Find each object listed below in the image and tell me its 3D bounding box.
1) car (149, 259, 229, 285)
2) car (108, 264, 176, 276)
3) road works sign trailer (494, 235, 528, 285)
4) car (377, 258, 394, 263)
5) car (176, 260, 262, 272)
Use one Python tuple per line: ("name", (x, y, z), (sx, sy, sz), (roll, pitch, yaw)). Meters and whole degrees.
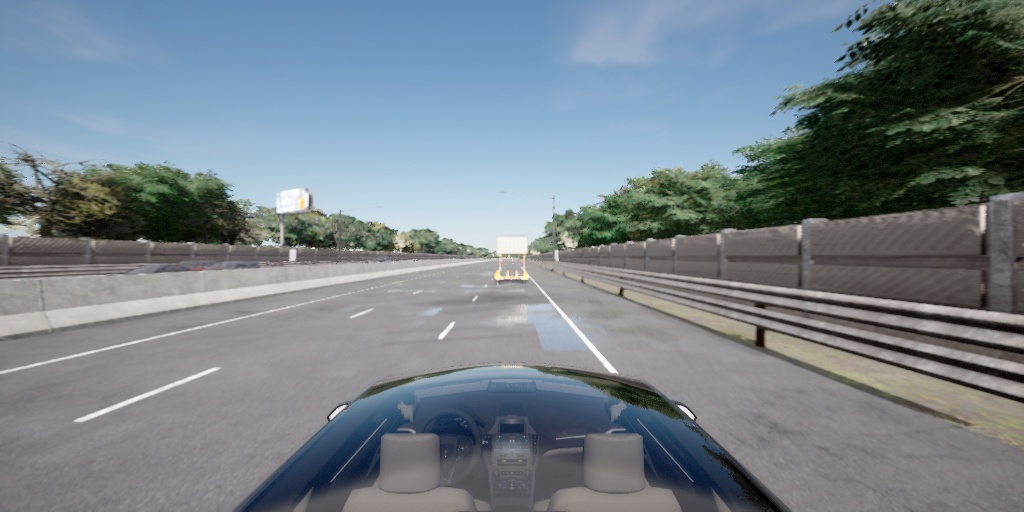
("car", (-24.565, 1.129, 27.546), (2.097, 1.767, 4.553), (0, 0, 0))
("car", (-21.085, 1.246, 21.270), (1.882, 1.535, 5.008), (0, 0, 0))
("road works sign trailer", (0.004, 0.240, 26.564), (2.380, 3.560, 2.880), (0, 0, 0))
("car", (-21.003, 1.425, 61.765), (1.994, 1.385, 4.181), (0, 0, 0))
("car", (-17.581, 1.121, 22.328), (2.097, 1.767, 4.553), (0, 0, 0))
